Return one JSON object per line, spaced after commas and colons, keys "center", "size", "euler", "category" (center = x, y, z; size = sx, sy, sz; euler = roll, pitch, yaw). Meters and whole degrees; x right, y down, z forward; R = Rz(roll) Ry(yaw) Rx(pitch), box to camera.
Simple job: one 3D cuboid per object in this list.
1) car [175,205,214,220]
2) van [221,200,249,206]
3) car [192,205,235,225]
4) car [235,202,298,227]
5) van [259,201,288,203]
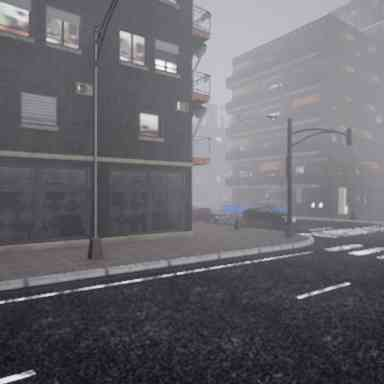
{"center": [0.195, 2.053, 34.369], "size": [1.994, 1.385, 4.181], "euler": [0, -1, -36], "category": "car"}
{"center": [4.829, 1.847, 37.808], "size": [1.690, 1.788, 3.998], "euler": [-1, 0, -36], "category": "van"}
{"center": [1.402, 1.991, 28.375], "size": [1.802, 1.307, 4.206], "euler": [-1, 0, -36], "category": "car"}
{"center": [6.078, 1.850, 26.362], "size": [2.128, 1.511, 4.902], "euler": [0, -1, -36], "category": "car"}
{"center": [8.144, 1.774, 33.292], "size": [1.690, 1.788, 3.998], "euler": [-1, 0, -36], "category": "van"}
